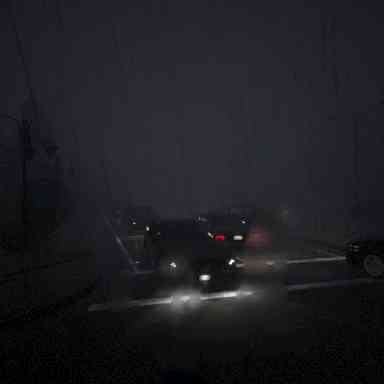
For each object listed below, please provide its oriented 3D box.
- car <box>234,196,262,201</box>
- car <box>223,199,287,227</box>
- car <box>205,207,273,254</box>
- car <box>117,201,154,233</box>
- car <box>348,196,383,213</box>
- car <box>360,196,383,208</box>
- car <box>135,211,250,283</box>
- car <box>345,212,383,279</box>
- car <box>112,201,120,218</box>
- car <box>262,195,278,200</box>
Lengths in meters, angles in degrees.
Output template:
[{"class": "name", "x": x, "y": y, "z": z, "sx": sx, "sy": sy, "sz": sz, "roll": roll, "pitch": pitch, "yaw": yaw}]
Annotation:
[{"class": "car", "x": 7.433, "y": 1.287, "z": 46.124, "sx": 2.007, "sy": 1.523, "sz": 4.514, "roll": 0, "pitch": 0, "yaw": -17}, {"class": "car", "x": 2.861, "y": 1.467, "z": 19.890, "sx": 5.357, "sy": 1.411, "sz": 2.033, "roll": -3, "pitch": 1, "yaw": -15}, {"class": "car", "x": 1.355, "y": 1.538, "z": 13.383, "sx": 2.033, "sy": 1.411, "sz": 5.357, "roll": 0, "pitch": 0, "yaw": -3}, {"class": "car", "x": -3.083, "y": 1.529, "z": 19.933, "sx": 2.033, "sy": 1.411, "sz": 5.357, "roll": 0, "pitch": 0, "yaw": -17}, {"class": "car", "x": 15.633, "y": 1.356, "z": 29.149, "sx": 1.970, "sy": 1.475, "sz": 3.806, "roll": 0, "pitch": 0, "yaw": -17}, {"class": "car", "x": 23.971, "y": 1.274, "z": 43.118, "sx": 1.845, "sy": 1.501, "sz": 3.633, "roll": 0, "pitch": 0, "yaw": -17}, {"class": "car", "x": -0.371, "y": 1.542, "z": 10.093, "sx": 2.033, "sy": 1.411, "sz": 5.357, "roll": 0, "pitch": 0, "yaw": -14}, {"class": "car", "x": 6.521, "y": 1.475, "z": 8.214, "sx": 5.008, "sy": 1.535, "sz": 1.882, "roll": 0, "pitch": 0, "yaw": 40}, {"class": "car", "x": -6.222, "y": 1.515, "z": 30.091, "sx": 2.033, "sy": 1.411, "sz": 5.357, "roll": 0, "pitch": 0, "yaw": -17}, {"class": "car", "x": 10.423, "y": 1.278, "z": 47.074, "sx": 2.152, "sy": 1.636, "sz": 5.027, "roll": 0, "pitch": 0, "yaw": -17}]
